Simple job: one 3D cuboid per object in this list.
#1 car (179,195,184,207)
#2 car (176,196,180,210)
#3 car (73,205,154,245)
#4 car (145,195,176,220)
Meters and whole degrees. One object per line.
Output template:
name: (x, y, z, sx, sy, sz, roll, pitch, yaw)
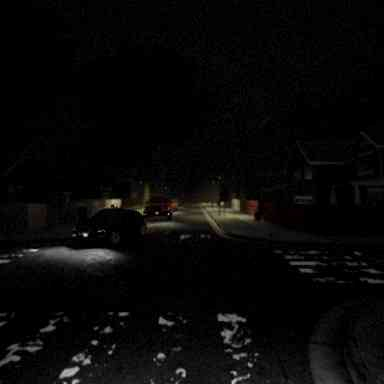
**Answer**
car: (-2.812, 1.810, 58.789, 1.812, 1.442, 4.674, 0, 0, 0)
car: (-2.890, 1.679, 43.170, 1.882, 1.535, 5.008, 0, 0, 0)
car: (-3.786, 1.575, 16.204, 1.837, 1.490, 4.892, 1, -1, 16)
car: (-2.868, 1.353, 29.794, 2.150, 2.045, 5.566, 0, 0, 0)
